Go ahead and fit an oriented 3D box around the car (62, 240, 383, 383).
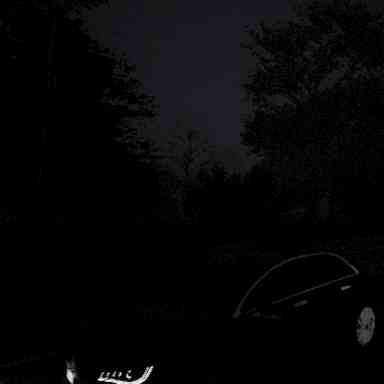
[{"bbox_3d":[0.804,1.504,4.605,4.892,1.490,1.837,0,0,-36],"label":"car"}]
